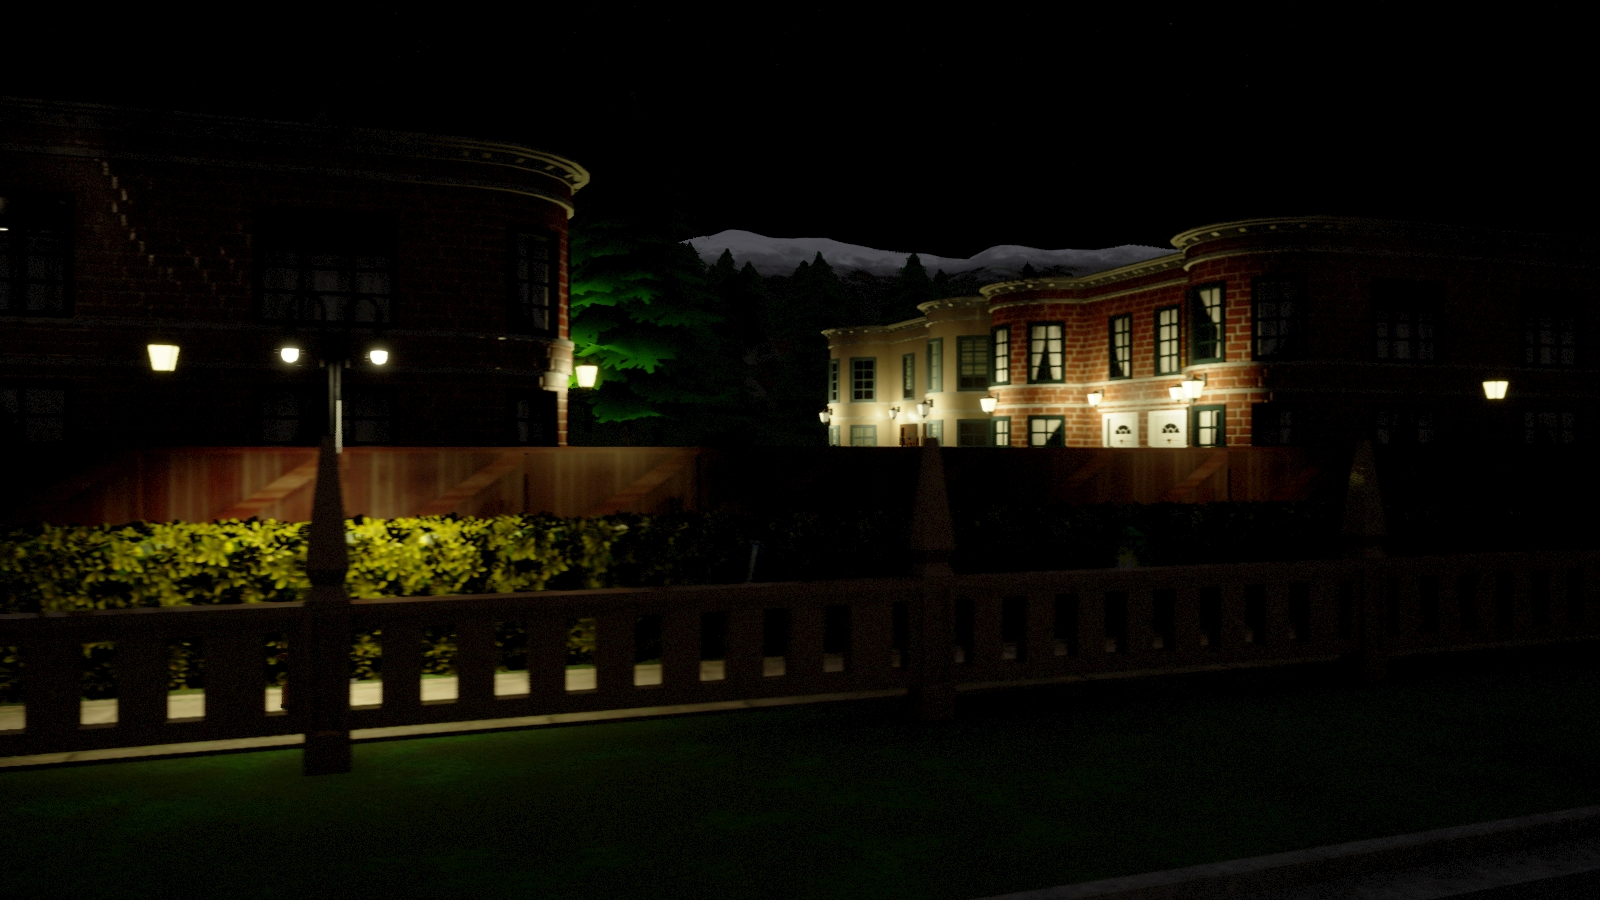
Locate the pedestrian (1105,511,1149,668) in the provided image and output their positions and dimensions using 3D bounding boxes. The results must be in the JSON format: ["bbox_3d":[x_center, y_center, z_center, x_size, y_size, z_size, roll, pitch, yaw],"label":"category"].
[{"bbox_3d":[4.015,1.696,14.032,0.375,1.860,0.375,0,0,-20],"label":"pedestrian"}]

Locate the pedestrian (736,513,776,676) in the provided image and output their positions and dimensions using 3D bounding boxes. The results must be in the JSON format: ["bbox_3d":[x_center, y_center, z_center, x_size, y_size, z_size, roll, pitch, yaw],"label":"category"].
[{"bbox_3d":[-0.524,1.694,13.511,0.375,1.860,0.375,0,0,-20],"label":"pedestrian"}]
